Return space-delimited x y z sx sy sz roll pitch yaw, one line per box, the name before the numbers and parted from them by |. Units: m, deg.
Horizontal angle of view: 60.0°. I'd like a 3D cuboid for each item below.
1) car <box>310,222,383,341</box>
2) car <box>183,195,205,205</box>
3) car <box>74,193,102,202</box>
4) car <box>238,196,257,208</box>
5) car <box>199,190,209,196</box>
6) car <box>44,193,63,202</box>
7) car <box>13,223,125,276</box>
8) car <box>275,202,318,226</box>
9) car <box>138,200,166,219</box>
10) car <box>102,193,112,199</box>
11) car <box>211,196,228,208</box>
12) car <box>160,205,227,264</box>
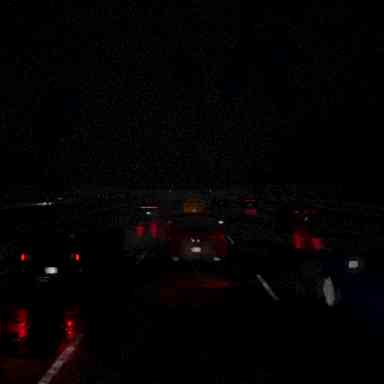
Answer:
car | 3.511 1.479 4.658 1.882 1.535 5.008 0 0 0
car | 0.184 1.344 30.086 1.882 1.535 5.008 0 1 0
car | -13.962 1.208 43.655 2.128 1.511 4.902 0 1 0
car | 7.214 1.229 43.446 1.837 1.490 4.892 0 1 0
car | 3.773 0.509 93.856 2.033 1.411 5.357 0 1 0
car | -24.355 1.021 58.619 2.128 1.511 4.902 0 1 1
car | -3.374 1.591 10.228 1.895 1.301 4.718 0 0 0
car | 7.033 1.425 22.724 2.128 1.511 4.902 0 1 2
car | -3.323 1.379 27.855 2.128 1.511 4.902 0 1 0
car | -17.309 0.905 66.333 1.837 1.490 4.892 0 1 0
car | 3.624 1.199 43.610 1.882 1.535 5.008 0 1 0
car | 0.131 1.464 11.838 1.882 1.535 5.008 0 0 0
